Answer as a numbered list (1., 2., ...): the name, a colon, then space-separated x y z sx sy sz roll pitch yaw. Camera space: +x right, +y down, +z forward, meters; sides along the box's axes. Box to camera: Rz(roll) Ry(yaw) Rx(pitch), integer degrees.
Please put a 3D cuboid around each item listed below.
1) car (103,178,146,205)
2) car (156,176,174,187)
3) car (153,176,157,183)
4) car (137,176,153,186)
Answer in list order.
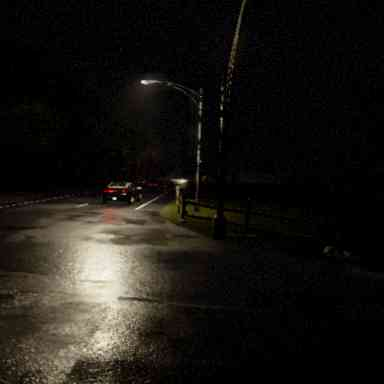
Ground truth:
1. car: -4.751 0.015 23.139 1.837 1.490 4.892 2 3 1
2. car: -3.999 -1.483 52.212 1.994 1.385 4.181 2 3 1
3. car: -7.223 -2.467 66.605 2.128 1.511 4.902 2 3 1
4. car: -7.555 -1.514 49.848 2.033 1.411 5.357 2 3 0
